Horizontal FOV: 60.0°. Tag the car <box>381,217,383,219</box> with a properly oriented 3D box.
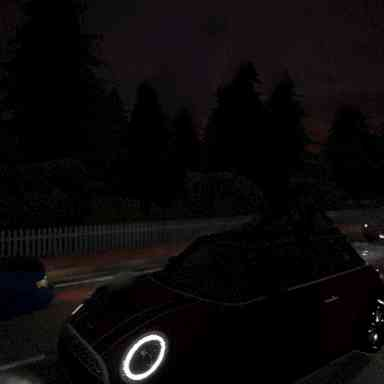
[{"bbox_3d":[9.951,1.600,15.605,4.718,1.301,1.895,0,0,-36],"label":"car"}]

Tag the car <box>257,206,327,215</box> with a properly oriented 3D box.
[{"bbox_3d":[2.695,1.360,10.308,4.553,1.767,2.097,0,0,-36],"label":"car"}]

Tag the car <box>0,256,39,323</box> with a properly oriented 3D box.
[{"bbox_3d":[-4.897,1.565,4.764,5.357,1.411,2.033,0,0,-36],"label":"car"}]

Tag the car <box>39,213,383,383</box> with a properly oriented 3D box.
[{"bbox_3d":[0.656,1.357,4.486,4.553,1.767,2.097,0,0,-36],"label":"car"}]
